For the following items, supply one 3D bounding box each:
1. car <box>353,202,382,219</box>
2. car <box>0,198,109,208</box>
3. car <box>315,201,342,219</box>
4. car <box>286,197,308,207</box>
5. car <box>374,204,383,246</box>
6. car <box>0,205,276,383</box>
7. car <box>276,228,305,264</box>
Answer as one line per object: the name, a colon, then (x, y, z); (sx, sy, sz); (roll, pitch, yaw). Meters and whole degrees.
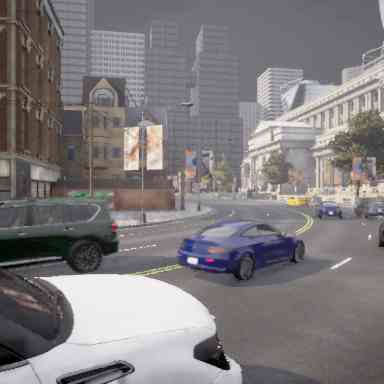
car: (15.558, 1.534, 28.932); (2.033, 1.411, 5.357); (0, 0, 14)
car: (-4.697, 1.211, 8.885); (5.566, 2.045, 2.150); (0, 0, -39)
car: (11.850, 1.509, 28.990); (1.812, 1.442, 4.674); (0, 0, 16)
car: (16.266, 1.446, 51.762); (1.882, 1.535, 5.008); (0, 0, -7)
car: (9.272, 1.500, 14.474); (1.837, 1.490, 4.892); (1, 0, 33)
car: (-2.260, 1.218, 1.930); (5.566, 2.045, 2.150); (0, 0, -35)
car: (1.603, 1.519, 9.827); (1.812, 1.442, 4.674); (0, 0, 44)
